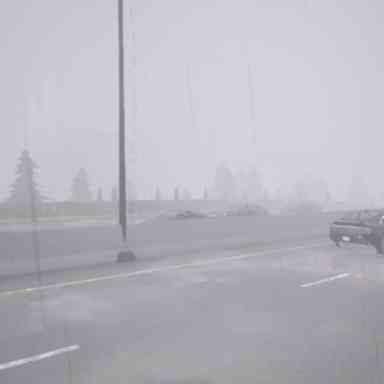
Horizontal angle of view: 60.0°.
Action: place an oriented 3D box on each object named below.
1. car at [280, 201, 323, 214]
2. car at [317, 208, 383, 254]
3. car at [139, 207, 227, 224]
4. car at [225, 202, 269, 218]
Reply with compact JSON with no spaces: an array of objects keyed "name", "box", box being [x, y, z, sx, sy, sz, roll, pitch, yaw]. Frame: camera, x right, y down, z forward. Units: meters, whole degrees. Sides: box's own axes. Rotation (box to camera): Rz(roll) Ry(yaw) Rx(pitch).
[{"name":"car","box":[10.969,1.573,33.308,4.718,1.301,1.895,0,0,-35]},{"name":"car","box":[7.541,1.477,13.426,4.902,1.511,2.128,0,0,-35]},{"name":"car","box":[-0.648,1.556,16.427,4.181,1.385,1.994,0,0,-35]},{"name":"car","box":[3.348,1.476,23.576,4.902,1.511,2.128,0,0,-35]}]
